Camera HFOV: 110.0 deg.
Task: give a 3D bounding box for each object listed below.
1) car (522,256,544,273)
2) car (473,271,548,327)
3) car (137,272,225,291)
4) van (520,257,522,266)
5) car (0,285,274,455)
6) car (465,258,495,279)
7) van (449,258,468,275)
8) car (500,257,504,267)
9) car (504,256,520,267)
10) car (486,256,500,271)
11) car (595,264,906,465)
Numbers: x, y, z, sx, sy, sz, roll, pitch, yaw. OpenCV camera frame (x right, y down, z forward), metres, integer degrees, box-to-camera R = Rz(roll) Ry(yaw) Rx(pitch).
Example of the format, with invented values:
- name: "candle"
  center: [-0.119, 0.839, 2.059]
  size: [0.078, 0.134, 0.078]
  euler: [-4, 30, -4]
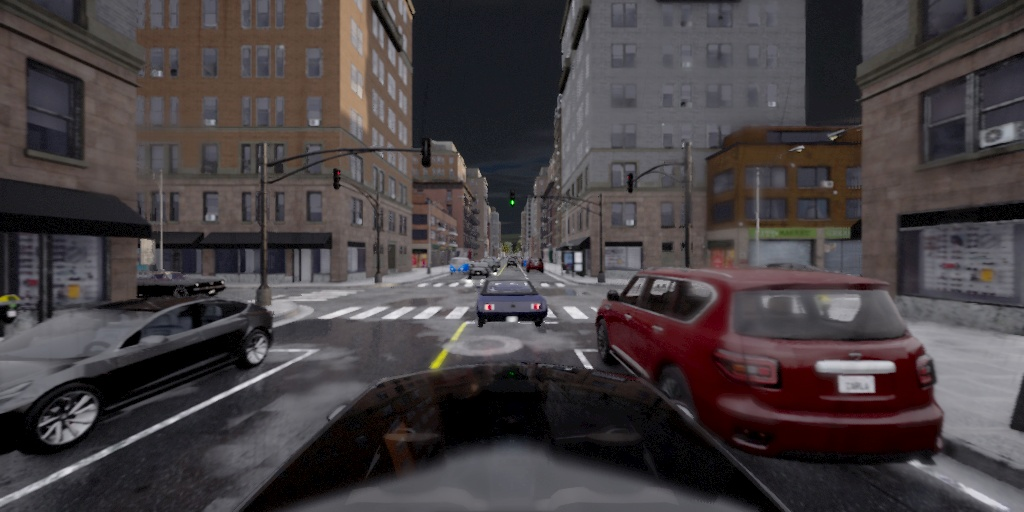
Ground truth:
- name: "car"
  center: [2.708, 1.015, 42.502]
  size: [2.192, 1.841, 5.009]
  euler: [0, 0, 0]
- name: "car"
  center: [-0.204, 1.340, 11.470]
  size: [1.895, 1.301, 4.718]
  euler: [0, 0, -5]
- name: "car"
  center: [-16.448, 1.398, 17.010]
  size: [4.718, 1.301, 1.895]
  euler: [0, 0, 0]
- name: "van"
  center: [2.694, 1.020, 58.721]
  size: [1.690, 1.789, 3.998]
  euler: [0, 0, 0]
- name: "car"
  center: [-5.388, 1.312, 5.132]
  size: [1.948, 1.339, 4.313]
  euler: [0, 0, 0]
- name: "car"
  center: [-2.842, 1.218, 32.451]
  size: [1.837, 1.490, 4.892]
  euler: [0, 0, 0]
- name: "van"
  center: [-5.405, 1.048, 37.096]
  size: [1.690, 1.789, 3.998]
  euler: [0, 0, 0]
- name: "car"
  center: [-2.780, 1.227, 58.802]
  size: [2.033, 1.411, 5.357]
  euler: [0, 0, 1]
- name: "car"
  center: [0.004, 1.181, 61.469]
  size: [1.837, 1.490, 4.892]
  euler: [0, 0, 0]
- name: "car"
  center: [-2.833, 1.051, 43.301]
  size: [2.097, 1.767, 4.553]
  euler: [0, 0, 0]
- name: "car"
  center: [2.638, 1.061, 5.131]
  size: [2.192, 1.841, 5.009]
  euler: [0, 0, 0]
